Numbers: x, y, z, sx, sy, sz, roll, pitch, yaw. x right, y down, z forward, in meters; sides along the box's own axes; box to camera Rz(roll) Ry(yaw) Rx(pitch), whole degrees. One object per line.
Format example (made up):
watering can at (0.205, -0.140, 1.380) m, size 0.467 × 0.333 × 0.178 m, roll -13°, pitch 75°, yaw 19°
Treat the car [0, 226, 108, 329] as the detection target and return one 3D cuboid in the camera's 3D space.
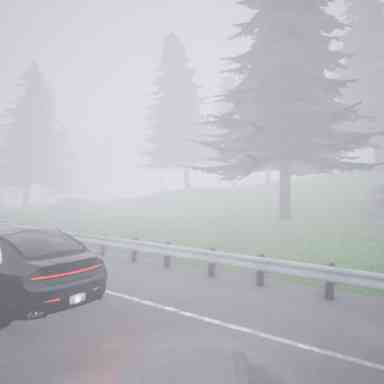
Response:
car at (-3.802, 1.482, 6.903) m, size 4.892 × 1.490 × 1.837 m, roll 0°, pitch 0°, yaw 37°
